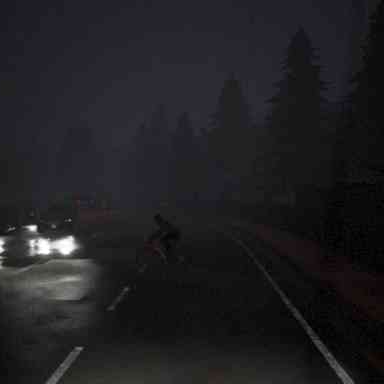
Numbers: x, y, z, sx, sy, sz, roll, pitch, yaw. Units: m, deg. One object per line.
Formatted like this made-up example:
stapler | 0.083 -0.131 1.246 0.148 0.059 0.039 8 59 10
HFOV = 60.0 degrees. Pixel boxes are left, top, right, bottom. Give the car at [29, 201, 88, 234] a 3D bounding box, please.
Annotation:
car | -7.553 1.492 19.337 2.128 1.511 4.902 0 0 -12

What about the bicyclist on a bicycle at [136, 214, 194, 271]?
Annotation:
bicyclist on a bicycle | -0.793 1.452 9.438 1.656 1.620 0.582 -2 0 2

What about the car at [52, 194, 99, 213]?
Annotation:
car | -12.886 1.220 36.547 2.150 2.045 5.566 0 0 -44

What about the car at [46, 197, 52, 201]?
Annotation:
car | -19.627 1.504 45.666 4.892 1.490 1.837 0 0 29

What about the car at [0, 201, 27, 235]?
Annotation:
car | -11.115 1.477 18.839 1.882 1.535 5.008 0 0 -15

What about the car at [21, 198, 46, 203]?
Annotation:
car | -21.395 1.563 42.890 4.181 1.385 1.994 0 0 26

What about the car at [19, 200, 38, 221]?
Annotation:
car | -12.727 1.561 24.814 1.812 1.442 4.674 0 0 -26

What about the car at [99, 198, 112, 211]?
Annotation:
car | -11.422 1.490 39.787 4.902 1.511 2.128 0 0 44
